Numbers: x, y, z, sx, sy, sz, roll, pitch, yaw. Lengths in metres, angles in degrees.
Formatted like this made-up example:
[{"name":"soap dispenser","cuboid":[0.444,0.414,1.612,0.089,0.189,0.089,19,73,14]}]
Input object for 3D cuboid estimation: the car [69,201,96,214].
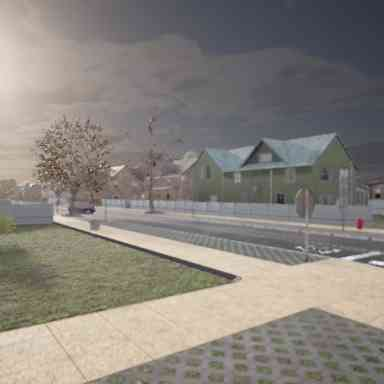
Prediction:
[{"name":"car","cuboid":[-13.011,1.819,39.185,2.033,1.411,5.357,1,-1,-35]}]
